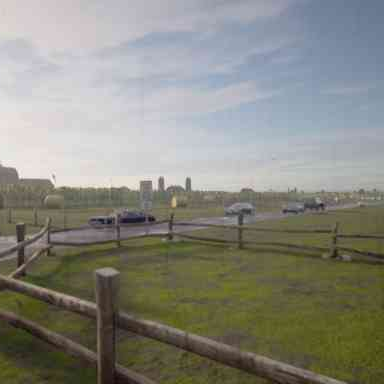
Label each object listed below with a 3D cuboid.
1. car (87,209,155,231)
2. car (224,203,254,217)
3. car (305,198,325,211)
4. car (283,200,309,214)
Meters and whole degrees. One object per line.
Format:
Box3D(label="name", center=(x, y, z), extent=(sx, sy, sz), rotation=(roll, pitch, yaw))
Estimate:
Box3D(label="car", center=(-4.758, 1.852, 22.793), extent=(1.895, 1.301, 4.718), rotation=(-1, -1, 35))
Box3D(label="car", center=(5.405, 1.993, 37.440), extent=(1.837, 1.490, 4.892), rotation=(-1, -1, 35))
Box3D(label="car", center=(19.254, 1.939, 52.441), extent=(2.150, 2.045, 5.566), rotation=(-1, -1, 35))
Box3D(label="car", center=(13.594, 2.145, 44.195), extent=(1.994, 1.385, 4.181), rotation=(-1, -1, 36))
